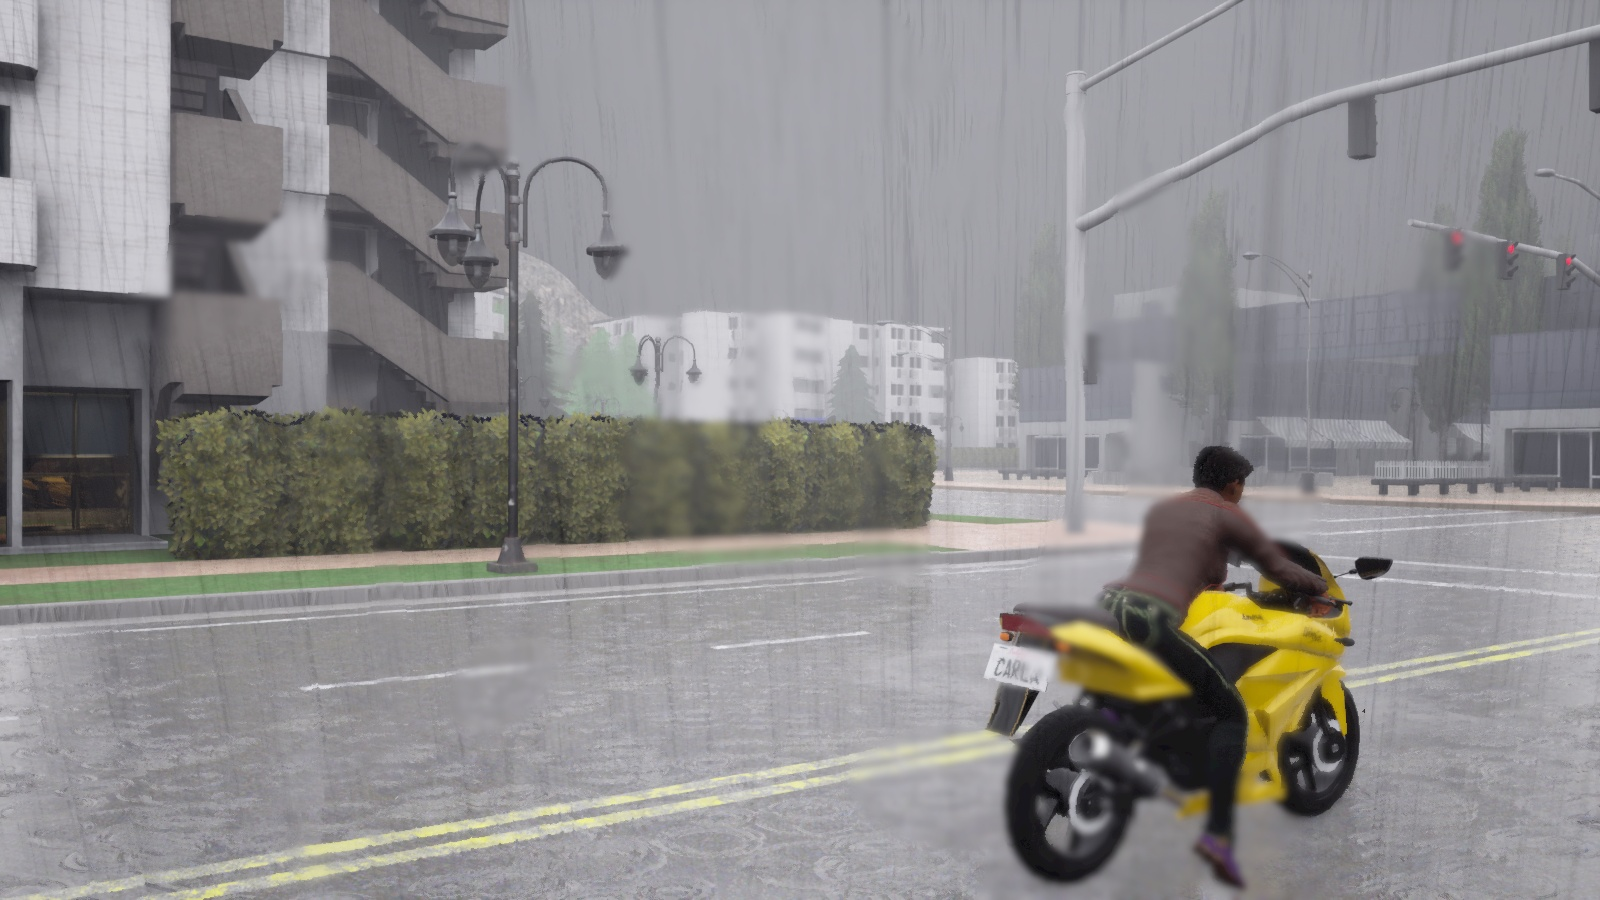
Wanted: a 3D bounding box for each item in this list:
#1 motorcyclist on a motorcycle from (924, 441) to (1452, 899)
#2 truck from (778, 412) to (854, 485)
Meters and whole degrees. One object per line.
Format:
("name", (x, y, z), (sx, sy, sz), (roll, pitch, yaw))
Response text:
("motorcyclist on a motorcycle", (1.507, 0.735, 4.703), (2.044, 1.523, 0.797), (0, 0, -35))
("truck", (0.683, -0.083, 63.658), (2.891, 3.462, 7.936), (0, 0, -6))
